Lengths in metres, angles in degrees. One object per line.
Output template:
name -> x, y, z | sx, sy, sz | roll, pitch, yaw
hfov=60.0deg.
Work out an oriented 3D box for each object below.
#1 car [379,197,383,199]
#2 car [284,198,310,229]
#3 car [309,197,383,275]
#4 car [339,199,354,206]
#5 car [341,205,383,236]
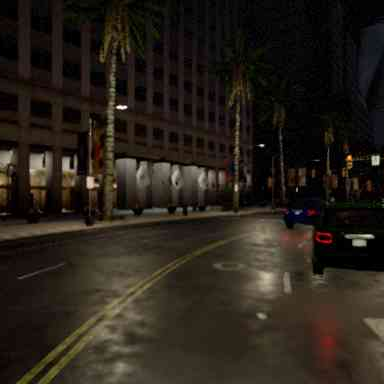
car -> 47.091, 1.999, 79.673 | 2.150, 2.045, 5.566 | 0, -1, 38
car -> 8.242, 1.448, 23.072 | 2.150, 2.045, 5.566 | 0, -1, 37
car -> 4.939, 1.328, 10.515 | 2.150, 2.045, 5.566 | 0, 0, 20
car -> 34.421, 2.233, 74.137 | 2.161, 1.482, 4.786 | 0, -1, 37
car -> 11.005, 1.682, 20.922 | 1.882, 1.535, 5.008 | 0, -1, 37
